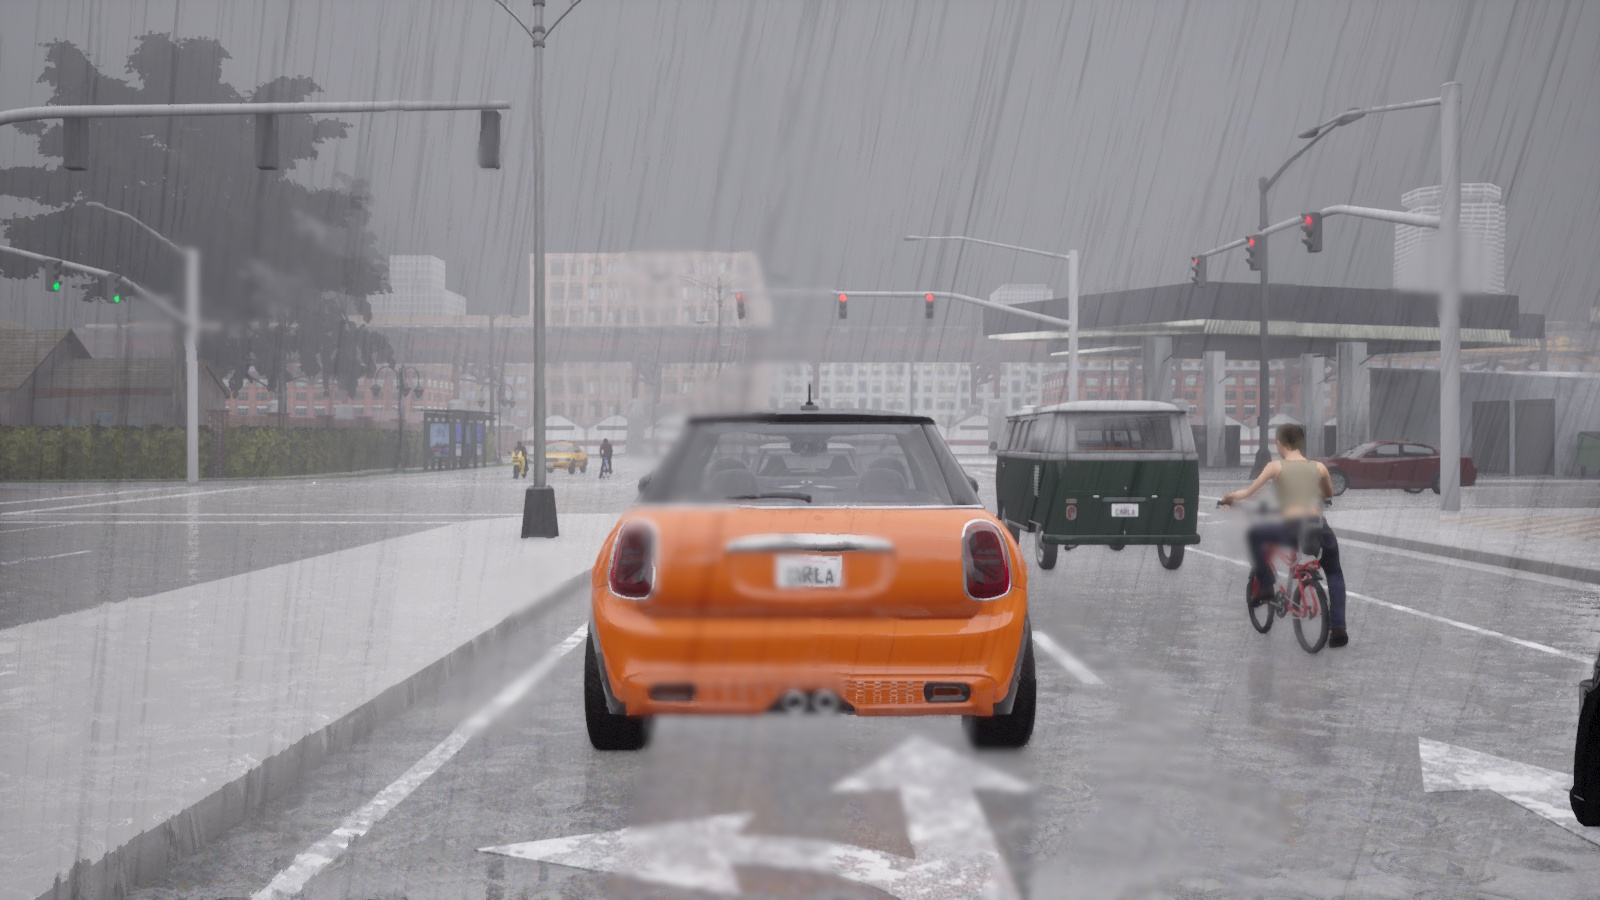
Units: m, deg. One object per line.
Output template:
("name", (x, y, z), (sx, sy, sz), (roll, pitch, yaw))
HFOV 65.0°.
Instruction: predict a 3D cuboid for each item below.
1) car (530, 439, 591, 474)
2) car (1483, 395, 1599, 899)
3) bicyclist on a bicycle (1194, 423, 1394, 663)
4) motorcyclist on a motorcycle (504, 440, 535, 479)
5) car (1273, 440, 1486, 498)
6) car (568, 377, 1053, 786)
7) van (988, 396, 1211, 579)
("car", (-11.185, 0.275, 59.028), (1.801, 1.575, 5.366), (0, 0, 0))
("car", (3.526, 0.664, 2.216), (2.033, 1.649, 4.856), (0, 0, 1))
("bicyclist on a bicycle", (3.563, 0.623, 9.212), (0.866, 1.612, 1.509), (0, 0, 0))
("motorcyclist on a motorcycle", (-11.245, 0.377, 50.463), (0.797, 1.523, 2.044), (0, 0, 0))
("car", (15.924, 0.501, 34.643), (5.008, 1.535, 1.882), (0, 0, -1))
("car", (0.054, 0.552, 7.703), (2.097, 1.767, 4.553), (0, 0, 0))
("van", (3.597, 0.394, 15.916), (1.775, 1.987, 4.442), (0, 0, 0))
